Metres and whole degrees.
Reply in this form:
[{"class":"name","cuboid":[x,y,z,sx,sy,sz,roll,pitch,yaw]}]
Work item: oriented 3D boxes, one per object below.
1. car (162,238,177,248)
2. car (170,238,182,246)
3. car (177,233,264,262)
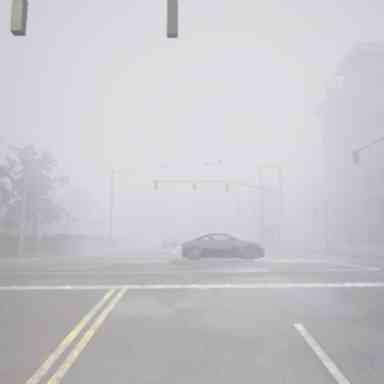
[{"class":"car","cuboid":[-3.320,7.550,49.300,1.882,1.535,5.008,0,-8,0]},{"class":"car","cuboid":[-3.132,9.833,65.818,2.128,1.511,4.902,0,-8,0]},{"class":"car","cuboid":[1.482,2.755,16.719,4.181,1.385,1.994,0,-9,-1]}]
